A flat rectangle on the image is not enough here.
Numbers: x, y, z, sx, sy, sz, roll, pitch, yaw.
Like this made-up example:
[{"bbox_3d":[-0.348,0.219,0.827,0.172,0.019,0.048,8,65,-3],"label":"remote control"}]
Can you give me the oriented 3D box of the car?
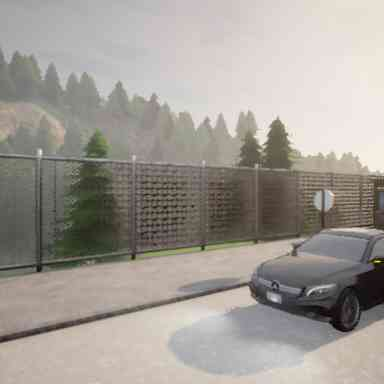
[{"bbox_3d":[3.280,1.514,6.941,4.674,1.442,1.812,0,0,-35],"label":"car"}]
